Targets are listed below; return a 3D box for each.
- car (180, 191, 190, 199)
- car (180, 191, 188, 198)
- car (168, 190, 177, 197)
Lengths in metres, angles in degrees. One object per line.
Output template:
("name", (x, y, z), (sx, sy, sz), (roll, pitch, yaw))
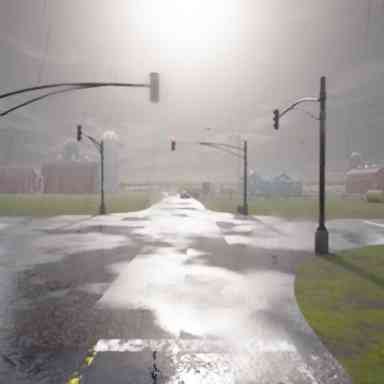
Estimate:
("car", (-1.443, 0.813, 71.088), (1.895, 1.301, 4.718), (0, 1, -3))
("car", (-2.015, 0.540, 81.072), (1.837, 1.490, 4.892), (0, 1, -4))
("car", (-4.415, 0.326, 75.094), (1.812, 1.442, 4.674), (0, 1, -3))
